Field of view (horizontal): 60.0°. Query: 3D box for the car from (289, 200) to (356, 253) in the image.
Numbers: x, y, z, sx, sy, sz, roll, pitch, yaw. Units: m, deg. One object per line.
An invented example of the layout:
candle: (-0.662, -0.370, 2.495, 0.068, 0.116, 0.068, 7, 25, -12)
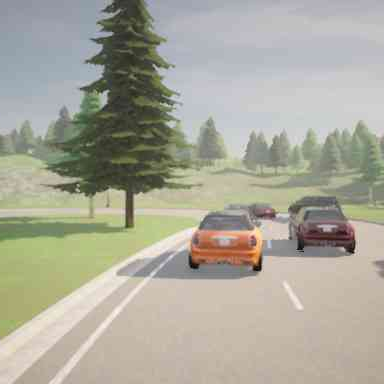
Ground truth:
car: (5.408, 1.407, 14.326, 2.097, 1.767, 4.553, 0, 0, 12)

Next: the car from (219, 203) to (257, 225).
car: (3.462, 1.628, 26.299, 2.033, 1.411, 5.357, 0, 0, -2)

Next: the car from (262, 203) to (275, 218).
car: (5.857, 1.663, 30.733, 1.994, 1.385, 4.181, 0, 0, -21)

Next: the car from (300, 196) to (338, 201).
car: (10.335, 1.324, 28.343, 2.150, 2.045, 5.566, 1, 0, -9)

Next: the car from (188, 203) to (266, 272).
car: (1.250, 1.387, 11.190, 2.097, 1.767, 4.553, 0, 0, 10)
